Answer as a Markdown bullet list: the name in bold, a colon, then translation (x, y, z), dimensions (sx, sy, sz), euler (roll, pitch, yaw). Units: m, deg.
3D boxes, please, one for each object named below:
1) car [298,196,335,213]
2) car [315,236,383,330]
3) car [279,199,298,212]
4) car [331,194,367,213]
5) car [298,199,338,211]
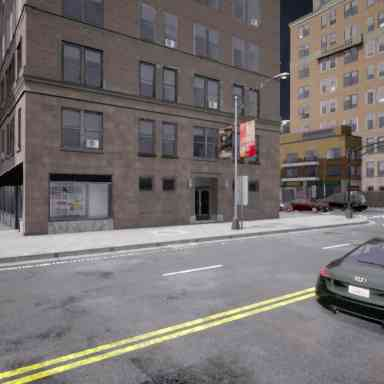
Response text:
- **car**: translation (12.698, 1.468, 36.773), dimensions (1.882, 1.535, 5.008), euler (0, 0, -35)
- **car**: translation (4.311, 1.564, 6.493), dimensions (4.181, 1.385, 1.994), euler (0, 0, -35)
- **car**: translation (9.238, 1.420, 37.291), dimensions (1.967, 1.590, 4.097), euler (0, 0, -35)
- **car**: translation (16.123, 1.221, 36.291), dimensions (2.150, 2.045, 5.566), euler (0, 0, -32)
- **car**: translation (15.806, 1.576, 41.900), dimensions (1.947, 1.339, 4.313), euler (0, 0, -35)
